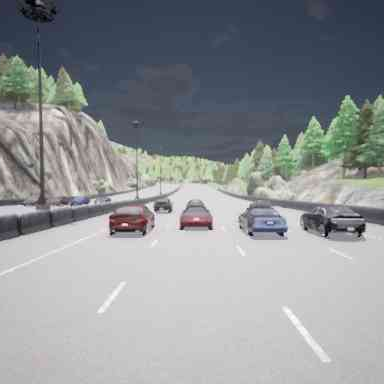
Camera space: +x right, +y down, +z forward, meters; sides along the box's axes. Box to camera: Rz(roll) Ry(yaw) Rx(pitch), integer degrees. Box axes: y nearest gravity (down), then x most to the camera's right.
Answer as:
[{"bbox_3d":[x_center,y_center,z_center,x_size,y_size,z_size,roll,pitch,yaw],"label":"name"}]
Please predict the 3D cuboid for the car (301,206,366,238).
[{"bbox_3d":[7.238,1.467,17.518,2.128,1.511,4.902,0,0,0],"label":"car"}]

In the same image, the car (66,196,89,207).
[{"bbox_3d":[-17.094,1.453,51.000,1.882,1.535,5.008,0,0,0],"label":"car"}]

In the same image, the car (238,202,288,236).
[{"bbox_3d":[3.744,1.521,18.294,2.033,1.411,5.357,0,0,0],"label":"car"}]

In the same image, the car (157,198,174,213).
[{"bbox_3d":[-3.108,1.453,36.482,1.837,1.490,4.892,0,0,0],"label":"car"}]

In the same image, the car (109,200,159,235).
[{"bbox_3d":[-3.253,1.452,18.691,1.882,1.535,5.008,0,0,0],"label":"car"}]

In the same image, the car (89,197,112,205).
[{"bbox_3d":[-13.595,1.451,50.969,2.128,1.511,4.902,0,0,0],"label":"car"}]

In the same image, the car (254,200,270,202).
[{"bbox_3d":[7.381,1.552,35.439,1.895,1.301,4.718,0,0,0],"label":"car"}]

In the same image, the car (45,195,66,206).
[{"bbox_3d":[-20.594,1.335,51.056,2.097,1.767,4.553,0,0,0],"label":"car"}]

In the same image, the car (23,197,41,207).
[{"bbox_3d":[-24.094,1.498,51.056,1.812,1.442,4.674,0,0,0],"label":"car"}]

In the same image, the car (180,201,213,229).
[{"bbox_3d":[0.267,1.535,21.208,1.994,1.385,4.181,0,0,0],"label":"car"}]
